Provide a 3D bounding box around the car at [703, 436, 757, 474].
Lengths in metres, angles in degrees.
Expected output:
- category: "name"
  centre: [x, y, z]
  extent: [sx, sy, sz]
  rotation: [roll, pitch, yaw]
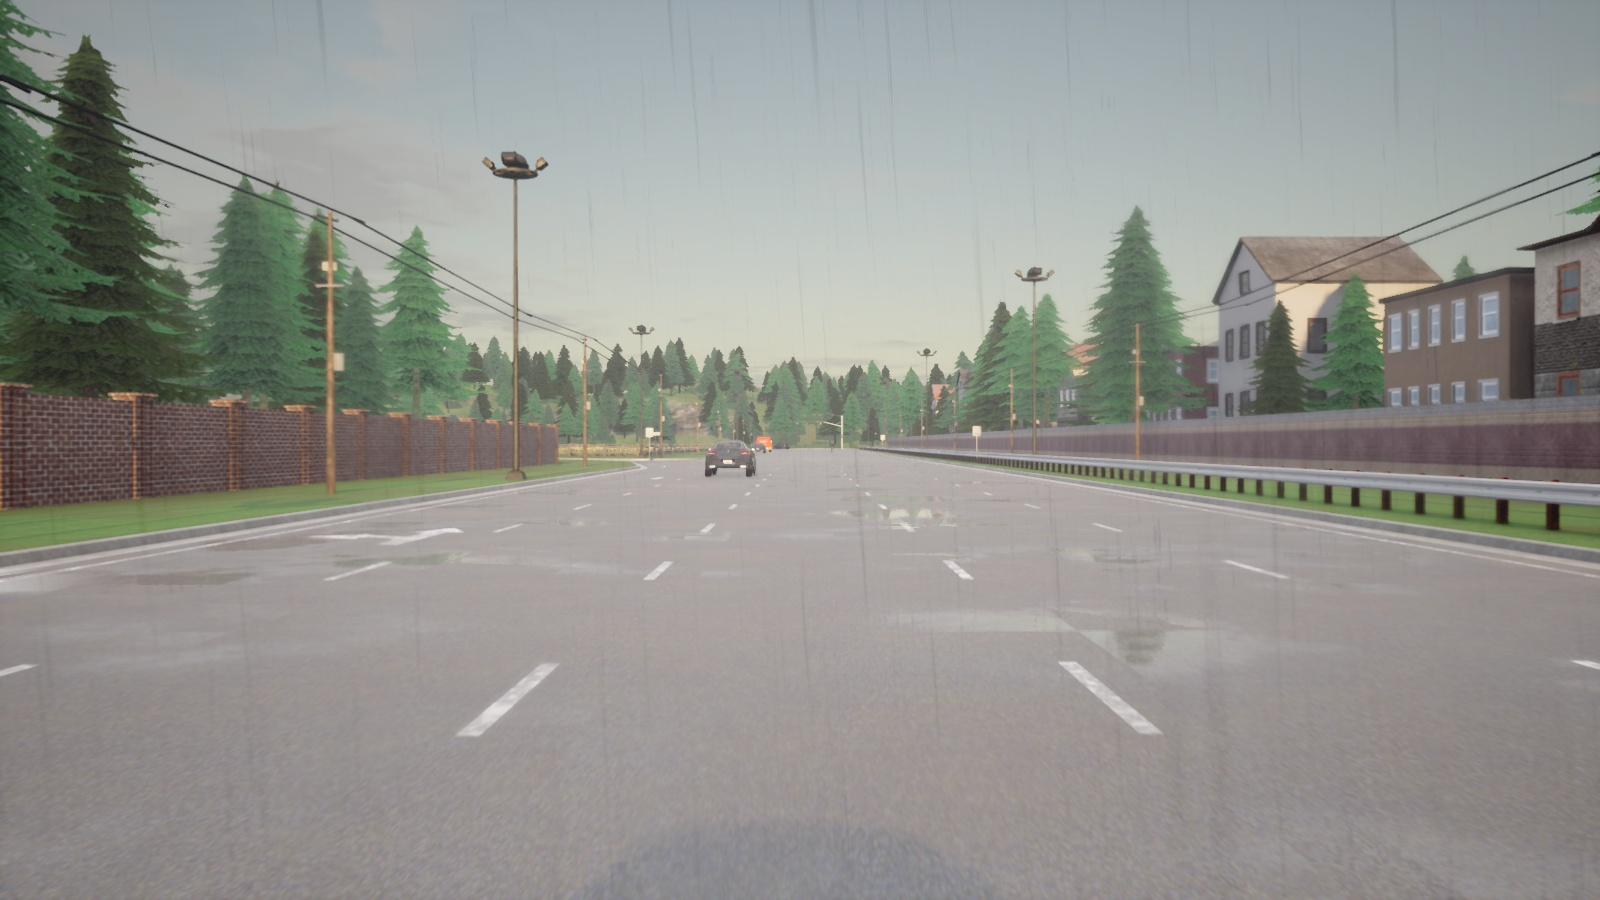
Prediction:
- category: "car"
  centre: [-3.156, 0.198, 57.585]
  extent: [2.152, 1.651, 5.027]
  rotation: [0, 0, 0]
